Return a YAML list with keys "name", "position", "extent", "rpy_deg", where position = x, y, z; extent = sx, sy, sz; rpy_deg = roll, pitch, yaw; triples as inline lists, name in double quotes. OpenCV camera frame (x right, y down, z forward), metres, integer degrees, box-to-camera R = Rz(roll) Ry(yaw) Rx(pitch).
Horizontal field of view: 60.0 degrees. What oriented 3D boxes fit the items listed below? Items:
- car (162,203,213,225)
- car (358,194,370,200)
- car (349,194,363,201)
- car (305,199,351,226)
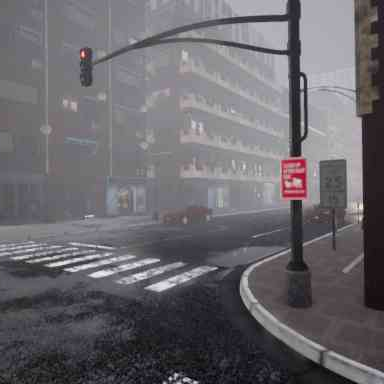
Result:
- name: "car"
  position: [-0.255, 1.514, 23.839]
  extent: [1.887, 1.381, 4.507]
  rpy_deg: [-1, 0, 36]
- name: "car"
  position: [42.134, 1.230, 81.462]
  extent: [1.947, 1.339, 4.313]
  rpy_deg: [-1, 0, 36]
- name: "car"
  position: [35.416, 1.292, 72.296]
  extent: [1.802, 1.307, 4.206]
  rpy_deg: [-1, 0, 36]
- name: "car"
  position: [8.672, 1.371, 21.452]
  extent: [1.887, 1.381, 4.507]
  rpy_deg: [-1, 0, 36]
